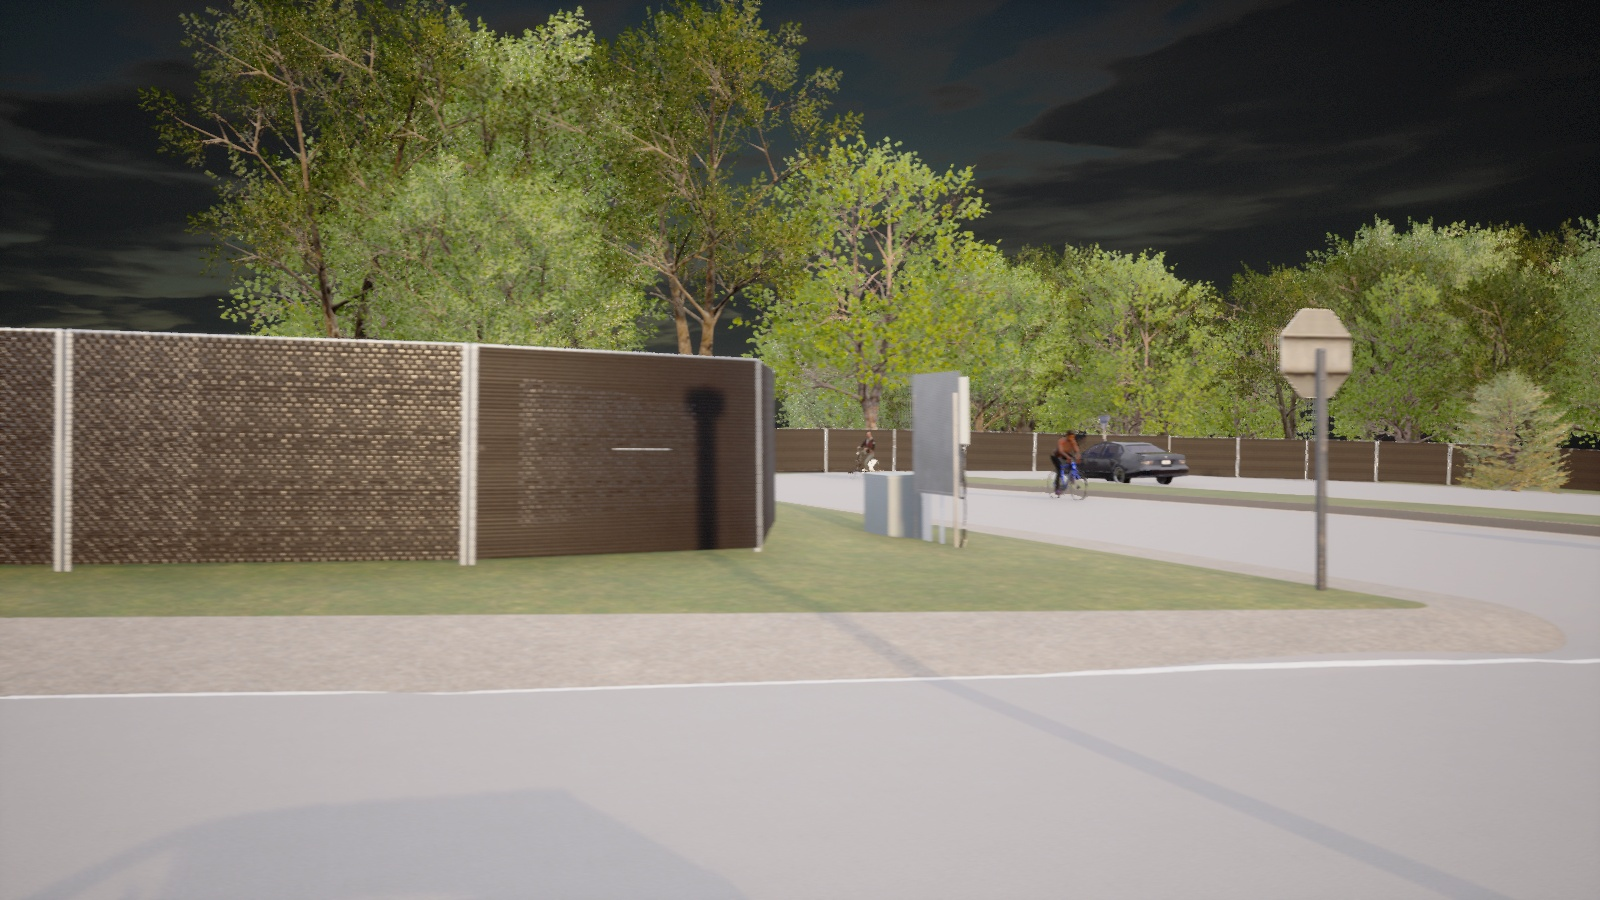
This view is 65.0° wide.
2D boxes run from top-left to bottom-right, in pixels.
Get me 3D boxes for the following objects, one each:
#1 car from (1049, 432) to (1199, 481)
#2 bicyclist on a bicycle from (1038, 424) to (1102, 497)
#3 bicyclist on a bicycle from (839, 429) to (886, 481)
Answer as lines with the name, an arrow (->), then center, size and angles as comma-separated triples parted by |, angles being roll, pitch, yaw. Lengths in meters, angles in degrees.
car -> 10.372, 0.177, 40.716 | 2.033, 1.411, 5.357 | -2, 1, -20
bicyclist on a bicycle -> 6.177, 0.234, 28.826 | 0.582, 1.620, 1.656 | -2, 1, -21
bicyclist on a bicycle -> 2.252, 0.150, 45.123 | 0.659, 1.776, 1.843 | 5, 4, 39
